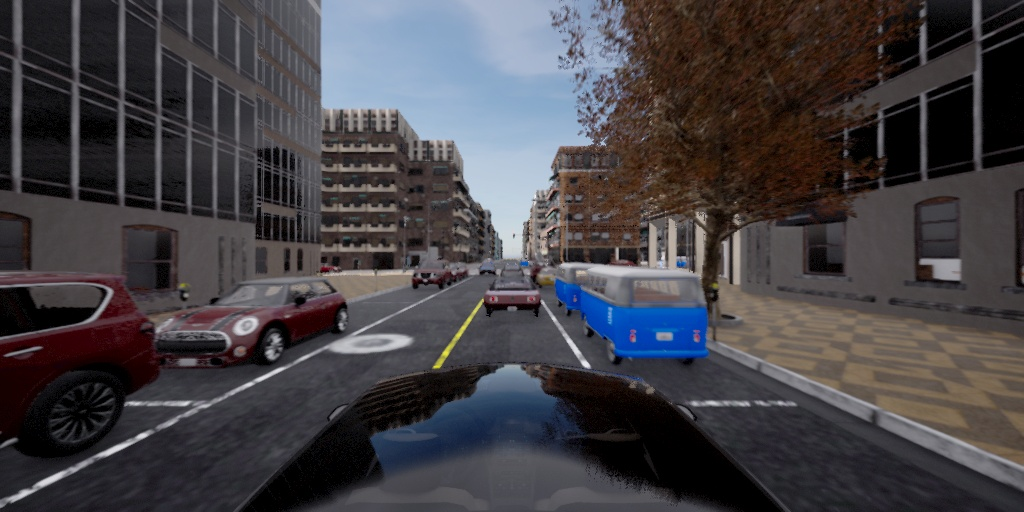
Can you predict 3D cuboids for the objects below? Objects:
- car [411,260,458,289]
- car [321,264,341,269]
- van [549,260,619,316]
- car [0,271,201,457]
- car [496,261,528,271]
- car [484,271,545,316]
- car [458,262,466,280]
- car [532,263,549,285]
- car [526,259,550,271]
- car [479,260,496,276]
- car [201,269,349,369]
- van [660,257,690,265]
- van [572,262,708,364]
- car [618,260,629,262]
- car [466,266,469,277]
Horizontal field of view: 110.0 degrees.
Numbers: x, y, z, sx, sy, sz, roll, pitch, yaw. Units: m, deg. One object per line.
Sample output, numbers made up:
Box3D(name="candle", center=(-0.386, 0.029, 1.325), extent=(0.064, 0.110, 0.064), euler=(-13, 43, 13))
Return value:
Box3D(name="car", center=(-5.317, 1.192, 24.511), extent=(2.192, 1.841, 5.009), euler=(0, 0, 0))
Box3D(name="car", center=(-26.160, 1.795, 50.595), extent=(4.097, 1.591, 1.967), euler=(0, 0, 0))
Box3D(name="van", center=(2.565, 1.157, 13.416), extent=(1.690, 1.789, 3.998), euler=(0, 0, 0))
Box3D(name="car", center=(-5.315, 1.068, 2.321), extent=(2.192, 1.841, 5.009), euler=(0, 0, 0))
Box3D(name="car", center=(0.042, 1.396, 29.297), extent=(2.128, 1.511, 4.902), euler=(0, 0, 1))
Box3D(name="car", center=(0.036, 1.418, 13.689), extent=(1.895, 1.301, 4.718), euler=(0, 0, 1))
Box3D(name="car", center=(-5.316, 1.348, 30.058), extent=(1.967, 1.591, 4.097), euler=(0, 0, 0))
Box3D(name="car", center=(2.564, 1.403, 24.681), extent=(1.751, 1.417, 4.829), euler=(0, 0, 0))
Box3D(name="car", center=(2.564, 1.223, 30.058), extent=(2.192, 1.841, 5.009), euler=(0, 0, 0))
Box3D(name="car", center=(-2.772, 1.519, 41.895), extent=(2.033, 1.411, 5.357), euler=(0, 0, 0))
Box3D(name="car", center=(-5.315, 1.225, 7.868), extent=(1.967, 1.591, 4.097), euler=(0, 0, 0))
Box3D(name="van", center=(22.959, 1.027, 50.619), extent=(3.998, 1.789, 1.690), euler=(0, 0, 0))
Box3D(name="van", center=(2.565, 1.126, 7.869), extent=(1.690, 1.789, 3.998), euler=(0, 0, 0))
Box3D(name="car", center=(17.597, 1.344, 58.497), extent=(4.507, 1.381, 1.888), euler=(0, 0, 0))
Box3D(name="car", center=(-5.407, 1.378, 35.601), extent=(1.967, 1.591, 4.097), euler=(0, 0, 0))
